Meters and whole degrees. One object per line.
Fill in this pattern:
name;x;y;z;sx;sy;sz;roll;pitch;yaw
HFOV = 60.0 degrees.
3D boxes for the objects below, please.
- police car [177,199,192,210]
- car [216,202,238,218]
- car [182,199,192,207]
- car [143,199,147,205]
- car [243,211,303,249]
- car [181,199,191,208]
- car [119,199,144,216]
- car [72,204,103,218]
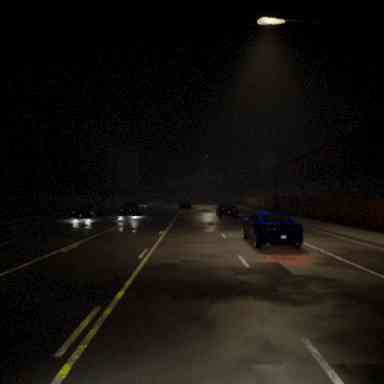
police car;-1.043;1.952;51.691;1.930;1.638;5.238;0;-1;0
car;3.604;1.830;34.549;1.882;1.535;5.008;0;-1;0
car;-1.107;2.167;67.607;1.882;1.535;5.008;0;-1;-2
car;-11.195;2.166;75.461;1.994;1.385;4.181;0;-1;-4
car;3.602;1.637;15.534;1.882;1.535;5.008;0;-1;0
car;-1.042;2.105;61.582;1.882;1.535;5.008;0;-1;0
car;-7.086;1.895;38.238;1.837;1.490;4.892;0;-1;0
car;-10.594;1.896;34.220;2.033;1.411;5.357;0;-1;0
